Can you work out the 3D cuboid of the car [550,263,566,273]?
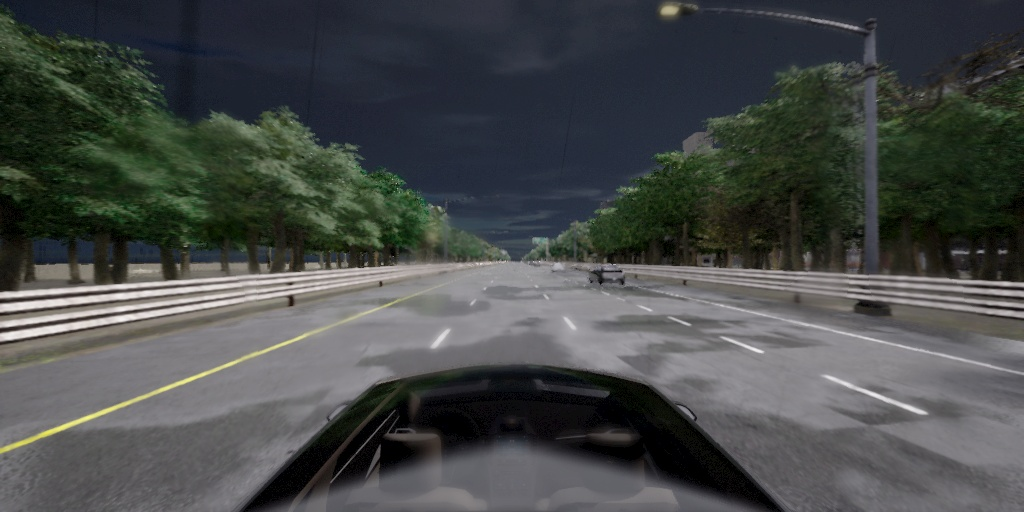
[{"bbox_3d":[7.147,1.809,55.591,1.812,1.442,4.674,0,-1,0],"label":"car"}]

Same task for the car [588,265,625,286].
[{"bbox_3d":[7.028,1.416,26.959,2.128,1.511,4.902,0,-1,0],"label":"car"}]
